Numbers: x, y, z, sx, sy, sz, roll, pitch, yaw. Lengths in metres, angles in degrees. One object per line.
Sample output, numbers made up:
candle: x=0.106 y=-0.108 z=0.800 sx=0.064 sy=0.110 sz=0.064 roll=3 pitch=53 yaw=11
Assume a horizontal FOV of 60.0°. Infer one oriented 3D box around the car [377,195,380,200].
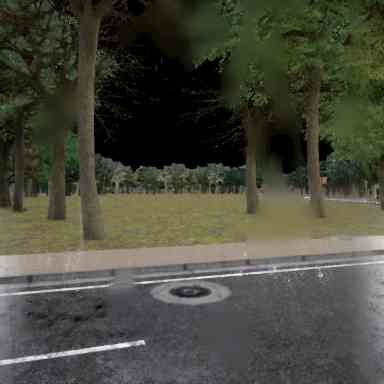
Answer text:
car: x=45.455 y=1.252 z=79.954 sx=1.994 sy=1.385 sz=4.181 roll=0 pitch=0 yaw=5
